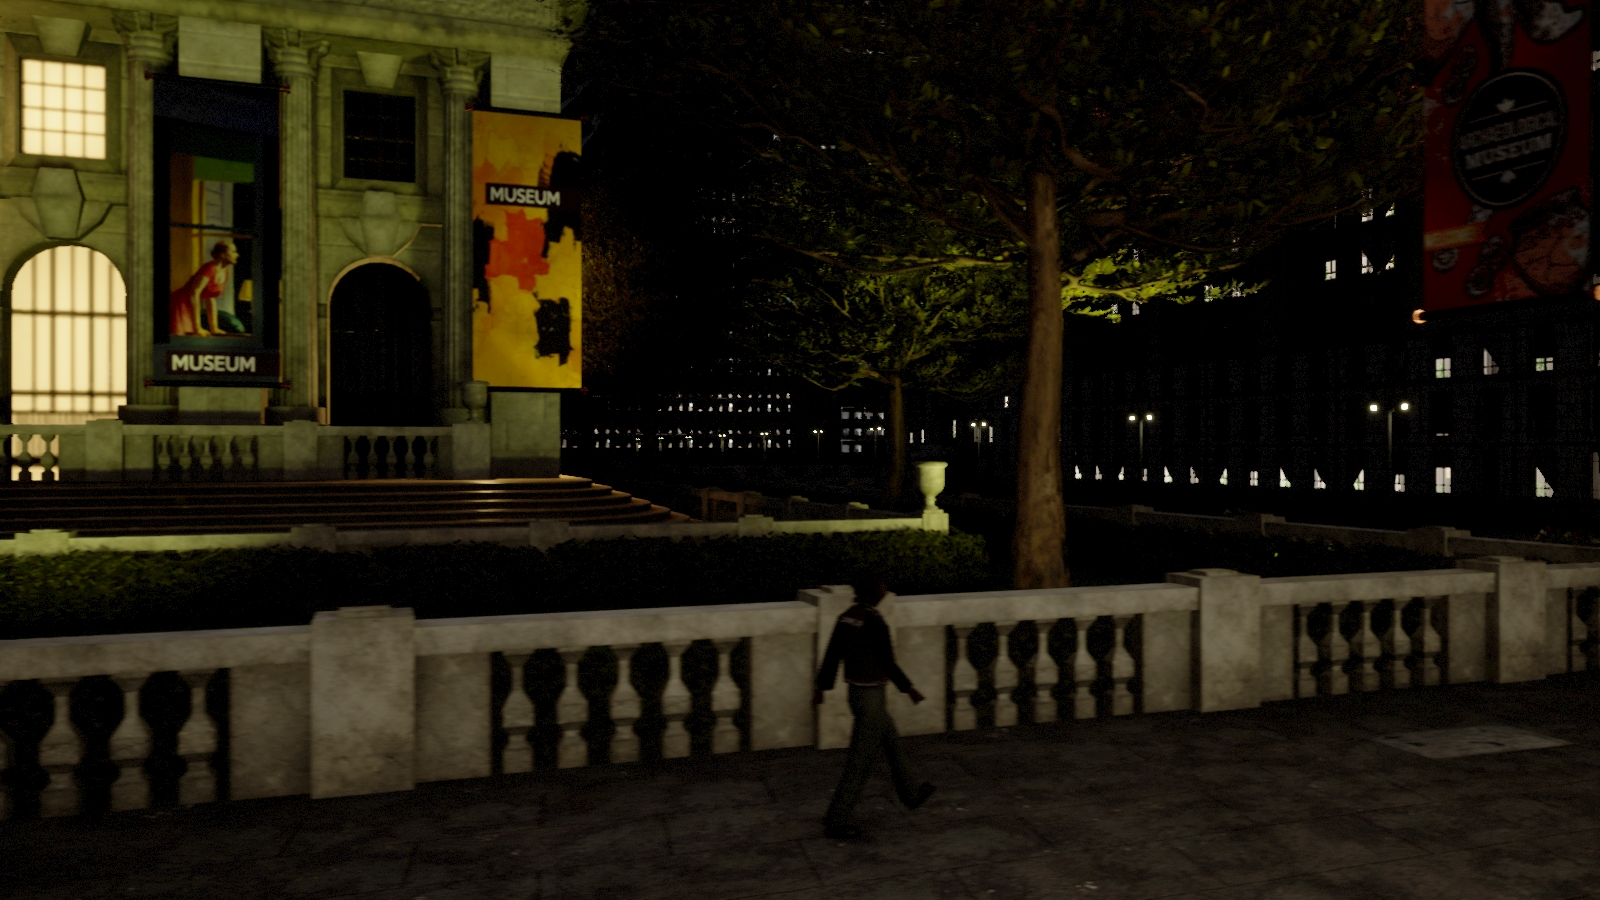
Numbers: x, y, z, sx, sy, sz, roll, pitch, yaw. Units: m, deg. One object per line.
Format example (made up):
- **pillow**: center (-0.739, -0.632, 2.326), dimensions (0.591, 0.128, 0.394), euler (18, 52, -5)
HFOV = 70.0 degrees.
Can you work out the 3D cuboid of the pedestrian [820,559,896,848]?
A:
- **pedestrian**: center (0.393, 1.695, 7.783), dimensions (0.375, 1.860, 0.375), euler (0, 0, -29)
